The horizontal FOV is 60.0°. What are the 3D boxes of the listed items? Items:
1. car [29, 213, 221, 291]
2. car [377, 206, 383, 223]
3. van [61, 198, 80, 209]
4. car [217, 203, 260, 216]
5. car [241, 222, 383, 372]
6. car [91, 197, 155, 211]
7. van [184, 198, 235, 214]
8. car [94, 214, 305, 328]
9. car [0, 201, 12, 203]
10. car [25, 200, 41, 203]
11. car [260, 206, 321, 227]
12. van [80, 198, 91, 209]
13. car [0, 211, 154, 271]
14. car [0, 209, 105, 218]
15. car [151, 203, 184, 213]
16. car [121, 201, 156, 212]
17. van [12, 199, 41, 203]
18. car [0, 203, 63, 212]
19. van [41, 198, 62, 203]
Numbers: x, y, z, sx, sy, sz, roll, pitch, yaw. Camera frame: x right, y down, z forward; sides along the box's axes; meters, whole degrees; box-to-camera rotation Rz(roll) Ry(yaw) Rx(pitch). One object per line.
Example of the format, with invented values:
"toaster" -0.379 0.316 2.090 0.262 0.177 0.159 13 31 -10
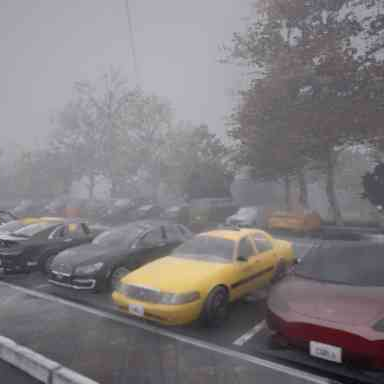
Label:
"car" -1.481 1.577 9.263 2.231 1.521 4.892 -1 0 36
"car" 10.702 1.256 16.582 2.435 2.045 5.566 -1 0 36
"van" -9.480 1.579 31.220 1.878 1.987 4.442 -1 0 36
"car" 3.865 1.648 21.519 2.002 1.452 4.674 -1 0 36
"car" 3.012 1.539 6.000 2.163 1.488 4.792 -1 0 36
"car" -5.162 1.489 27.949 2.435 2.045 5.566 -1 0 36
"van" 1.677 1.415 23.227 1.878 1.987 4.442 -1 0 36
"car" 0.664 1.539 7.491 1.946 1.575 5.366 -1 0 36
"car" -18.640 2.049 37.413 1.946 1.575 5.366 -2 -1 36
"car" -14.029 1.897 34.343 2.097 1.535 5.008 -2 -1 36
"car" 6.213 1.573 19.826 2.097 1.535 5.008 -1 0 36
"van" -7.329 1.547 29.680 1.878 1.987 4.442 -1 0 36
"car" -3.745 1.610 10.870 2.231 1.521 4.892 -1 0 36
"car" -6.106 1.639 12.341 1.946 1.575 5.366 -1 0 36
"car" -0.539 1.713 24.668 2.002 1.452 4.674 -1 0 36
"car" -2.794 1.706 26.280 2.097 1.535 5.008 -1 0 36
"van" -16.357 1.749 35.860 1.878 1.987 4.442 -2 -1 36
"car" -8.274 1.549 14.084 2.185 1.767 4.553 -1 0 36
"van" -11.975 1.614 32.721 1.878 1.987 4.442 -1 -1 36
